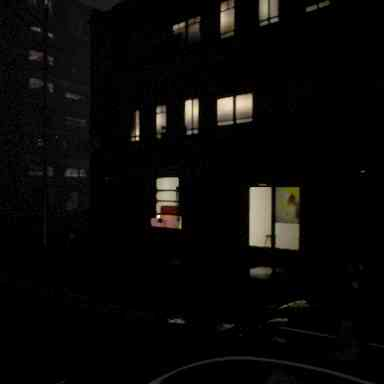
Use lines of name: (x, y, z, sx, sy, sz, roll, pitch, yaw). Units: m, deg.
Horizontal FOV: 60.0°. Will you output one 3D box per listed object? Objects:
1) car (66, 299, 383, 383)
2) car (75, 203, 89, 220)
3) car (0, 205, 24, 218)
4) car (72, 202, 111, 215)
car: (0.851, 1.556, 2.412, 4.403, 1.369, 2.008, -1, 1, 36)
car: (-9.281, 2.077, 32.894, 1.947, 1.339, 4.313, 0, -1, 36)
car: (-19.306, 1.957, 33.410, 2.008, 1.369, 4.403, 0, -1, 36)
car: (-12.747, 2.042, 42.323, 1.887, 1.381, 4.507, 0, -1, 36)
